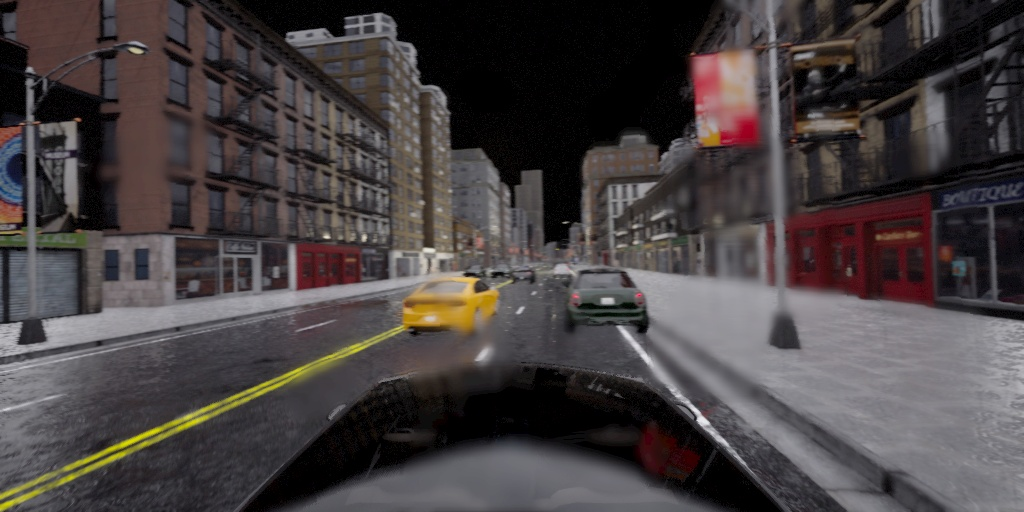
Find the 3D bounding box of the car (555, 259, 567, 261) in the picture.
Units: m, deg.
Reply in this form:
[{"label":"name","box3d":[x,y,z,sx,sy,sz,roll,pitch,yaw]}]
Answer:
[{"label":"car","box3d":[6.881,1.423,50.470,2.150,2.045,5.566,-2,-1,8]}]

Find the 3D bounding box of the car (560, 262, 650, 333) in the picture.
[{"label":"car","box3d":[2.659,1.150,11.022,2.097,1.767,4.553,-2,-1,8]}]

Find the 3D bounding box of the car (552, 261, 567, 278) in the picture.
[{"label":"car","box3d":[5.571,1.629,40.243,1.812,1.442,4.674,-2,-1,8]}]

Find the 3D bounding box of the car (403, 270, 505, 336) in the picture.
[{"label":"car","box3d":[-1.637,1.405,11.203,1.882,1.535,5.008,-2,-1,8]}]

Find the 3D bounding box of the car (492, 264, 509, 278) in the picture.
[{"label":"car","box3d":[-1.105,1.656,40.645,2.097,1.767,4.553,-2,-1,8]}]

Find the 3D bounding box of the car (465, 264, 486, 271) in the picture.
[{"label":"car","box3d":[-4.268,1.760,41.486,2.097,1.767,4.553,-2,-1,8]}]

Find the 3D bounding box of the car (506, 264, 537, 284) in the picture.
[{"label":"car","box3d":[1.128,1.609,31.501,2.128,1.511,4.902,-2,-1,8]}]
